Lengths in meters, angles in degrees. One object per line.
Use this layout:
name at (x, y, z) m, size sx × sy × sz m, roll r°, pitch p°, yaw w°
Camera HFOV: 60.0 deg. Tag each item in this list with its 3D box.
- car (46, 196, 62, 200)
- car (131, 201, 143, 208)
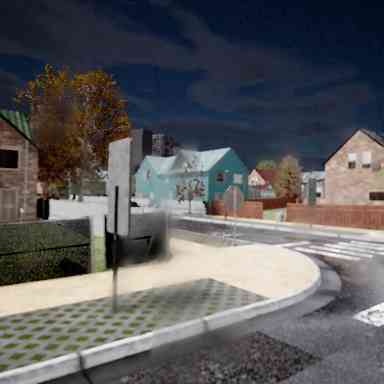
car at (-18.230, 1.317, 43.959) m, size 1.837 × 1.490 × 4.892 m, roll 2°, pitch -1°, yaw -36°
car at (-5.198, 1.396, 26.336) m, size 1.837 × 1.490 × 4.892 m, roll 2°, pitch -1°, yaw -37°
